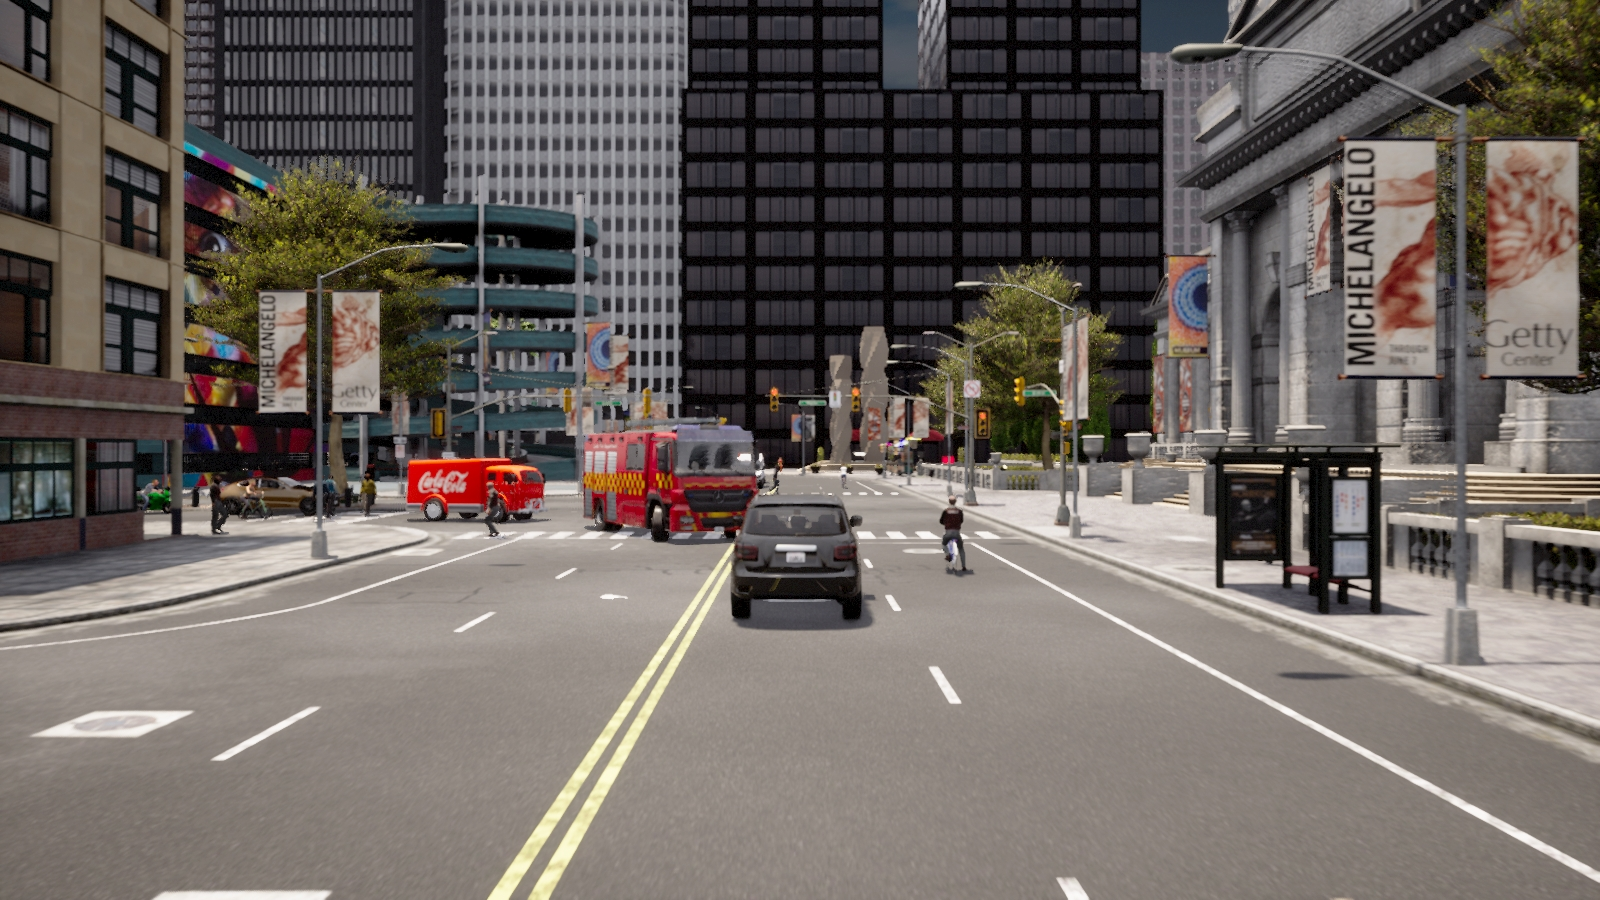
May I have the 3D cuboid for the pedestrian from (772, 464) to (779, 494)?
[{"bbox_3d":[-1.579,1.849,72.653,0.375,1.860,0.375,0,0,8],"label":"pedestrian"}]

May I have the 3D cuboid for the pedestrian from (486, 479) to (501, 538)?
[{"bbox_3d":[-9.663,1.847,36.042,0.375,1.860,0.375,0,0,-1],"label":"pedestrian"}]

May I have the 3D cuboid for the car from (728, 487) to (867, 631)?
[{"bbox_3d":[-0.023,1.779,20.523,2.150,2.045,5.566,0,0,0],"label":"car"}]

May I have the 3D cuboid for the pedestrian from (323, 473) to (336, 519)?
[{"bbox_3d":[-19.075,1.849,46.319,0.375,1.860,0.375,0,0,9],"label":"pedestrian"}]

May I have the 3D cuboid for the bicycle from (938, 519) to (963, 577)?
[{"bbox_3d":[3.424,2.210,26.059,0.329,1.171,1.835,0,0,0],"label":"bicycle"}]

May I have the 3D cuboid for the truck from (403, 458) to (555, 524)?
[{"bbox_3d":[-12.597,1.576,44.916,5.204,2.467,2.627,-1,0,20],"label":"truck"}]

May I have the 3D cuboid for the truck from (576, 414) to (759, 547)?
[{"bbox_3d":[-4.573,0.891,37.346,2.891,3.827,8.468,0,0,-29],"label":"truck"}]

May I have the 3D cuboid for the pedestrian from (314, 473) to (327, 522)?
[{"bbox_3d":[-18.703,1.848,44.545,0.375,1.860,0.375,0,0,-5],"label":"pedestrian"}]

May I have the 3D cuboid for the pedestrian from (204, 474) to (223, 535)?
[{"bbox_3d":[-18.291,1.696,35.644,0.375,1.860,0.375,0,0,3],"label":"pedestrian"}]

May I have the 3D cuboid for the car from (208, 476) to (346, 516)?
[{"bbox_3d":[-22.782,1.992,49.884,5.027,1.651,2.152,0,0,-1],"label":"car"}]

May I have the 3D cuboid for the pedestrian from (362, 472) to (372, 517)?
[{"bbox_3d":[-17.965,1.849,47.386,0.375,1.860,0.375,0,0,-16],"label":"pedestrian"}]

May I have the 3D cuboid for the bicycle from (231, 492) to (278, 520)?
[{"bbox_3d":[-22.129,2.256,46.329,1.487,1.080,0.859,0,0,2],"label":"bicycle"}]
